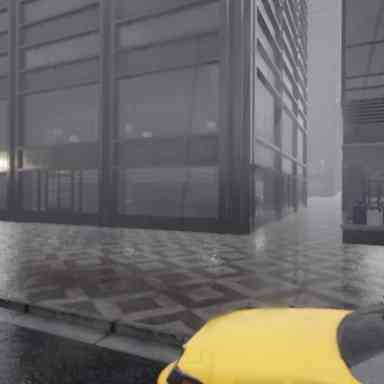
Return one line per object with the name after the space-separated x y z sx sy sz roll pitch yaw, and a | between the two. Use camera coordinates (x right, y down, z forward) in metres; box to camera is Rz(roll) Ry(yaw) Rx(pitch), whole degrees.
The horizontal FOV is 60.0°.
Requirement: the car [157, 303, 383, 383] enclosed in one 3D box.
2.333 1.457 2.453 5.366 1.575 1.801 0 0 25 | car
